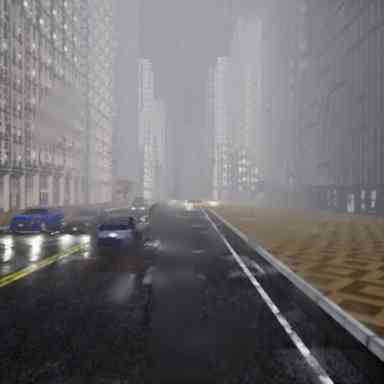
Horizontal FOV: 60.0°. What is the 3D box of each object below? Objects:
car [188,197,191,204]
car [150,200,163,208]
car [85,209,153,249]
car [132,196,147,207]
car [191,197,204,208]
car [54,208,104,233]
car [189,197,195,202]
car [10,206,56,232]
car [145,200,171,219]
[{"bbox_3d":[-0.008,2.174,78.337,1.994,1.385,4.181,0,-1,0],"label":"car"},{"bbox_3d":[-6.525,2.180,62.085,1.895,1.301,4.718,0,-1,1],"label":"car"},{"bbox_3d":[-3.153,1.706,15.282,1.994,1.385,4.181,0,0,0],"label":"car"},{"bbox_3d":[-9.774,1.827,62.066,2.150,2.045,5.566,0,-1,0],"label":"car"},{"bbox_3d":[1.131,1.999,59.245,1.801,1.575,5.366,0,-1,0],"label":"car"},{"bbox_3d":[-6.602,1.745,21.453,2.033,1.411,5.357,0,-1,0],"label":"car"},{"bbox_3d":[-0.010,2.217,95.461,1.812,1.442,4.674,0,-1,0],"label":"car"},{"bbox_3d":[-9.851,1.678,21.653,1.882,1.535,5.008,0,-1,0],"label":"car"},{"bbox_3d":[-3.153,1.782,33.146,1.882,1.535,5.008,0,0,0],"label":"car"}]
